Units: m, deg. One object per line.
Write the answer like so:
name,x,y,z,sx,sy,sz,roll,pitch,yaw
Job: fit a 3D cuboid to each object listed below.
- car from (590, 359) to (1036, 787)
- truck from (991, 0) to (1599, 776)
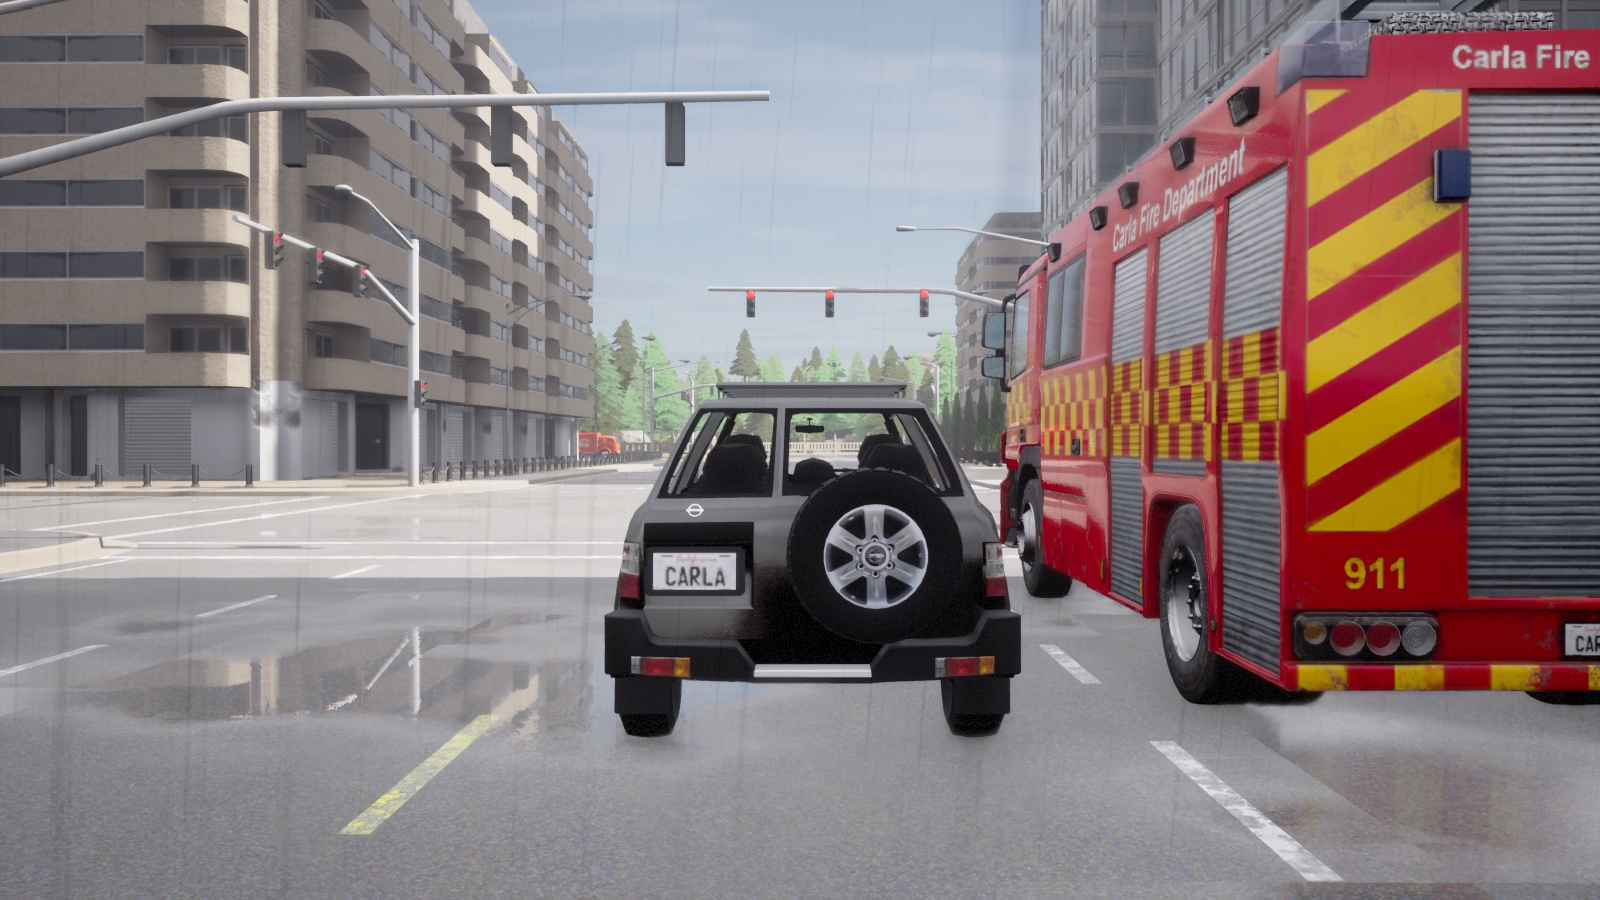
car,0.061,0.520,7.741,1.932,1.855,4.605,0,0,0
truck,3.573,-0.471,9.880,2.891,3.827,8.468,0,0,0
